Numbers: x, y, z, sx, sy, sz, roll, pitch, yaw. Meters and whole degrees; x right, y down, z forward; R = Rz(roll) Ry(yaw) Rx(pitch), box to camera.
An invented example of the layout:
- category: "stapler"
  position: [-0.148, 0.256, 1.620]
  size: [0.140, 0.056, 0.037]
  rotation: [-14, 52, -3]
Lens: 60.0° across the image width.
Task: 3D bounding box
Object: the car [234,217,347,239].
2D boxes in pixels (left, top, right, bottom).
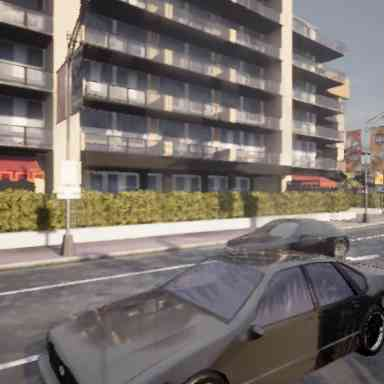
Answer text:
- category: "car"
  position: [3.093, 1.544, 10.424]
  size: [4.674, 1.442, 1.812]
  rotation: [0, 0, -35]

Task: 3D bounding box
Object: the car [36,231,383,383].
- category: "car"
  position: [0.921, 1.555, 4.530]
  size: [5.357, 1.411, 2.033]
  rotation: [0, 0, -35]
